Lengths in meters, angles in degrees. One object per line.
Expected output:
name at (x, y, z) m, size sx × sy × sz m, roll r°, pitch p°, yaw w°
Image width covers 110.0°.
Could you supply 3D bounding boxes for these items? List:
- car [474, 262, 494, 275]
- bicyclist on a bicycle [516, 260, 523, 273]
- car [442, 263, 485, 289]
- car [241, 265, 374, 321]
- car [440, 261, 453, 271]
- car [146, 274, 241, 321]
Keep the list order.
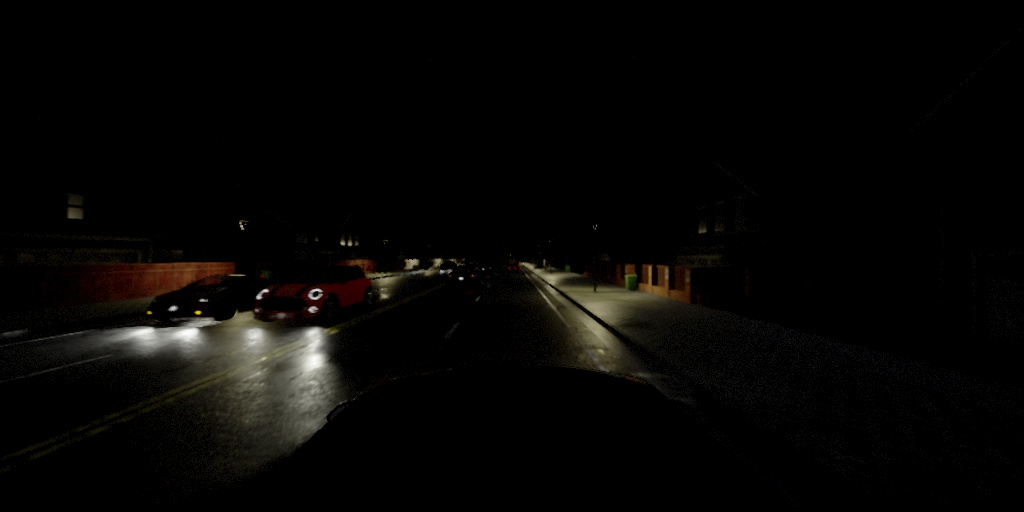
car at (-3.138, 1.446, 41.182) m, size 1.994 × 1.385 × 4.181 m, roll 0°, pitch 0°, yaw 0°
bicyclist on a bicycle at (0.905, 1.318, 40.651) m, size 0.866 × 1.612 × 1.509 m, roll 0°, pitch -1°, yaw 0°
car at (-3.142, 1.377, 24.131) m, size 1.994 × 1.385 × 4.181 m, roll 0°, pitch 0°, yaw 0°
car at (-6.596, 1.126, 12.491) m, size 2.097 × 1.767 × 4.553 m, roll 0°, pitch 0°, yaw 0°
car at (-9.777, 1.487, 55.270) m, size 2.033 × 1.411 × 5.357 m, roll 0°, pitch 0°, yaw 1°
car at (-9.846, 1.337, 12.408) m, size 1.994 × 1.385 × 4.181 m, roll 0°, pitch 0°, yaw 0°
